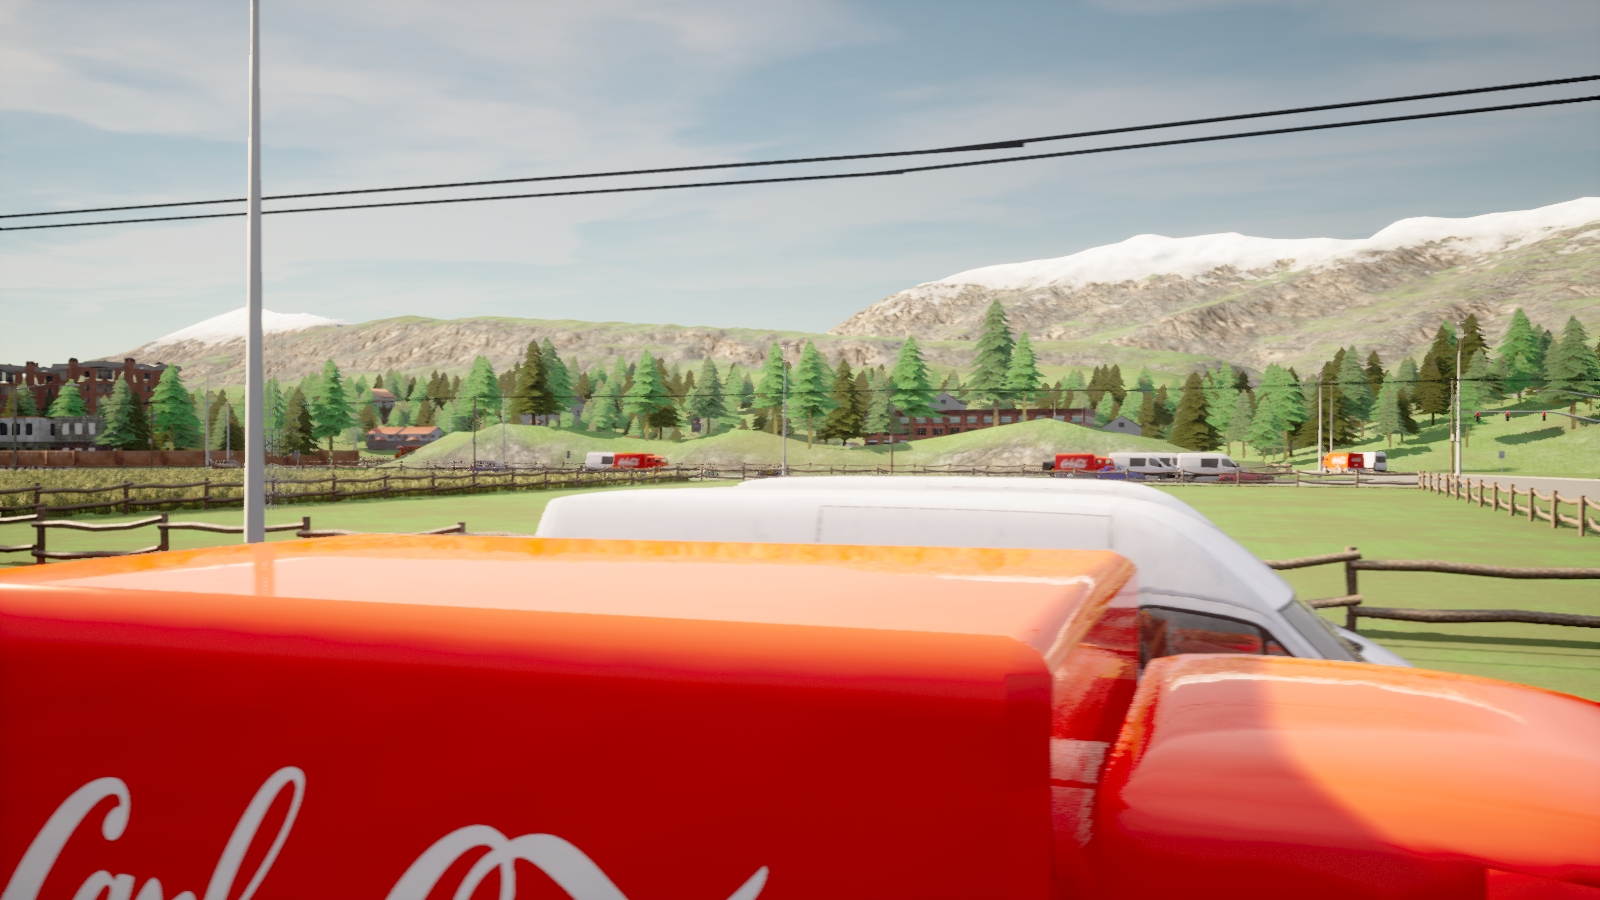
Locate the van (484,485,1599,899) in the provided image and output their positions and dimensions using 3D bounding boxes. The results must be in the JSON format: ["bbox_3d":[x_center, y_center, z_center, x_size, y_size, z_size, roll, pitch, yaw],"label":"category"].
[{"bbox_3d":[1.289,1.534,6.549,5.915,2.561,1.988,0,0,20],"label":"van"}]

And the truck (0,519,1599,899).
[{"bbox_3d":[0.087,1.567,3.338,5.204,2.467,2.627,0,0,21],"label":"truck"}]
